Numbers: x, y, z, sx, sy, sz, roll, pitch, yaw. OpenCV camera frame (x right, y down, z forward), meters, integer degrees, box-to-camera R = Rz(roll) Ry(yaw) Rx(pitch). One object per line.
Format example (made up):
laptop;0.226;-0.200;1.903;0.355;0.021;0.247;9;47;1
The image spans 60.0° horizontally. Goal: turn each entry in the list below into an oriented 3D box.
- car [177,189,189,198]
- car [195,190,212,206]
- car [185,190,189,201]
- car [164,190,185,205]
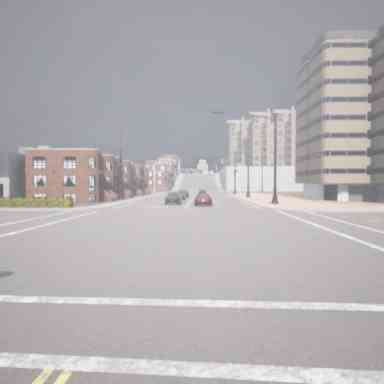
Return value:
car;-1.583;0.282;61.794;1.882;1.535;5.008;0;1;3
car;1.353;0.863;39.997;1.994;1.385;4.181;0;1;2
car;-1.954;0.605;51.420;1.994;1.385;4.181;0;1;2
car;-2.292;0.778;41.289;1.837;1.490;4.892;0;1;2
